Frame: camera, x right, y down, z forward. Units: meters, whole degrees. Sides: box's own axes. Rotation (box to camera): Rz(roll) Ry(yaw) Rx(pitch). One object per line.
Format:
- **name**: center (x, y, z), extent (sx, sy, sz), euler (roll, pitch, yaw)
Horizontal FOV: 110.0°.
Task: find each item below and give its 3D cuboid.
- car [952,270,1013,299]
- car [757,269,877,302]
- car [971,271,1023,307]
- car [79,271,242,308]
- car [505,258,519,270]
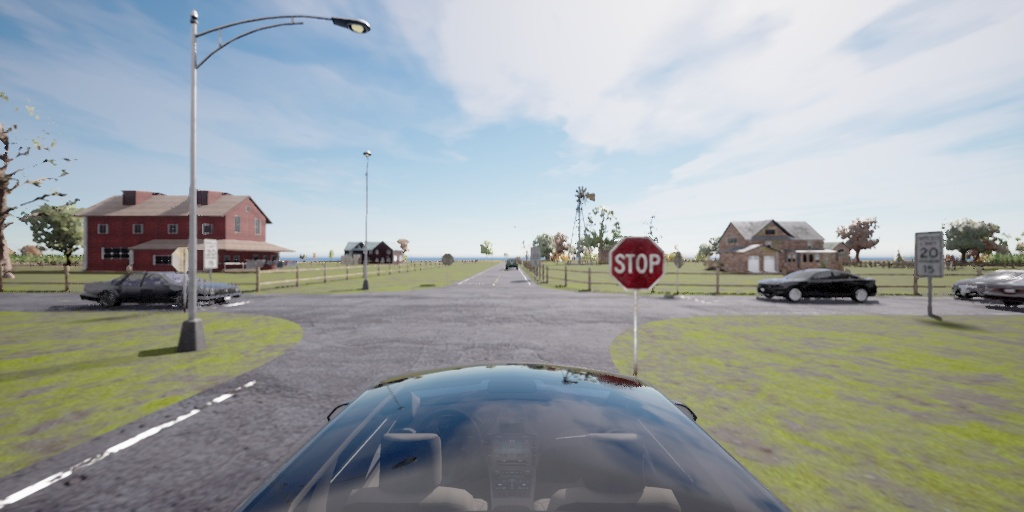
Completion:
- **car**: center (24.662, 1.444, 17.531), extent (4.902, 1.511, 2.128), euler (0, 0, 0)
- **car**: center (14.812, 1.392, 17.607), extent (5.008, 1.535, 1.882), euler (0, 0, 0)
- **car**: center (22.820, 1.477, 14.615), extent (5.357, 1.411, 2.033), euler (0, 0, 1)
- **car**: center (-14.424, 1.352, 14.872), extent (5.357, 1.411, 2.033), euler (0, 0, 0)
- **car**: center (-0.017, 1.386, 61.810), extent (2.150, 2.045, 5.566), euler (0, 0, 0)
